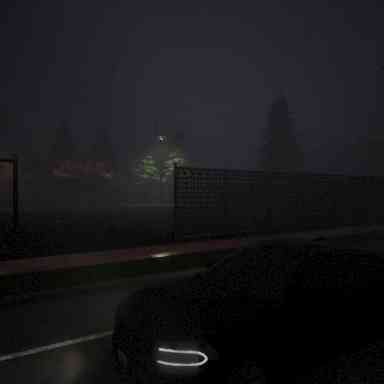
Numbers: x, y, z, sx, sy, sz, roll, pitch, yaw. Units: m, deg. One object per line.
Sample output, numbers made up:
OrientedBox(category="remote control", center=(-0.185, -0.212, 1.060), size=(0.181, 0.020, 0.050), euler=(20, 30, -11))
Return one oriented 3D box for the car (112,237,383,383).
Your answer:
OrientedBox(category="car", center=(1.365, 1.478, 4.850), size=(5.008, 1.535, 1.882), euler=(0, 0, -33))
